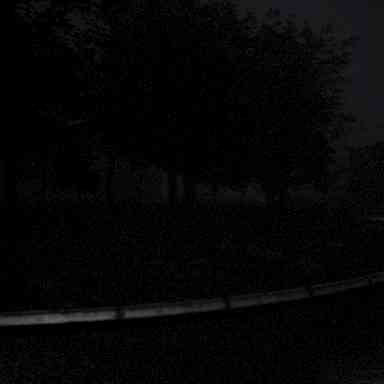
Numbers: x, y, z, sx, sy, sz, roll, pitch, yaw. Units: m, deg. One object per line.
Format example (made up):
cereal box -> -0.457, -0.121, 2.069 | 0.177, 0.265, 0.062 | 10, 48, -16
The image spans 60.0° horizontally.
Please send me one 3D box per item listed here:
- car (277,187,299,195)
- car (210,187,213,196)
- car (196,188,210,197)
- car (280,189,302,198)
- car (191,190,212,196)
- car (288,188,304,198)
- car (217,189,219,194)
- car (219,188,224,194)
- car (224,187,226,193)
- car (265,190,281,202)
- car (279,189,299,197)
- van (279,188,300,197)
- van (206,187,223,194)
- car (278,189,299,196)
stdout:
car -> 25.475, -0.202, 88.395 | 5.566, 2.045, 2.435 | 1, 2, 14
car -> 1.659, 0.230, 76.249 | 5.008, 1.535, 2.097 | 1, 1, 14
car -> 1.033, 0.160, 73.556 | 4.553, 1.767, 2.185 | 1, 1, 14
car -> 21.462, 0.323, 72.212 | 4.553, 1.767, 2.185 | 1, 1, 14
car -> 2.328, 0.209, 78.922 | 4.674, 1.452, 2.002 | 1, 1, 14
car -> 20.094, 0.582, 66.956 | 4.792, 1.488, 2.163 | 1, 1, 14
car -> 3.644, 0.047, 84.281 | 4.892, 1.521, 2.231 | 1, 1, 14
car -> 4.947, -0.340, 89.630 | 5.566, 2.045, 2.435 | 1, 2, 14
car -> 5.814, -0.156, 92.262 | 5.366, 1.575, 1.946 | 1, 2, 14
car -> 13.058, 0.799, 54.080 | 1.837, 1.490, 4.892 | 0, 1, 7
car -> 23.470, 0.131, 80.309 | 4.553, 1.767, 2.185 | 1, 2, 14
van -> 22.019, 0.160, 75.067 | 4.442, 1.987, 1.878 | 1, 1, 14
van -> 6.411, -0.447, 94.948 | 4.442, 1.987, 1.878 | 1, 2, 14
car -> 24.133, 0.184, 83.138 | 5.008, 1.535, 2.097 | 1, 2, 14
